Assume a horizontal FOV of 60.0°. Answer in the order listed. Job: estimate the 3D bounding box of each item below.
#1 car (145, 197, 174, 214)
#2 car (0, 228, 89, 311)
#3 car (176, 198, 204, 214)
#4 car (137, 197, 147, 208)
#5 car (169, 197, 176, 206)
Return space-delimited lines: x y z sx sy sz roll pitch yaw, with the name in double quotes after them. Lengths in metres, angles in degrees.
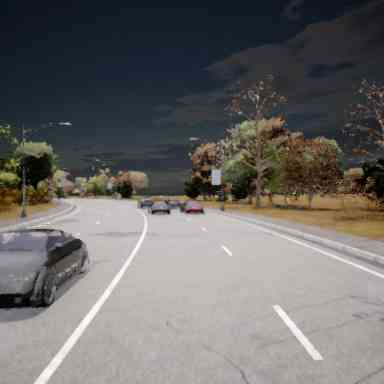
-3.476 1.557 34.924 1.994 1.385 4.181 0 0 -13 "car"
-3.821 1.566 7.717 1.994 1.385 4.181 0 0 -3 "car"
-0.076 1.557 35.789 1.994 1.385 4.181 0 0 -13 "car"
-6.580 1.499 46.936 1.837 1.490 4.892 0 1 -17 "car"
-3.089 1.486 47.481 2.128 1.511 4.902 0 0 -17 "car"
